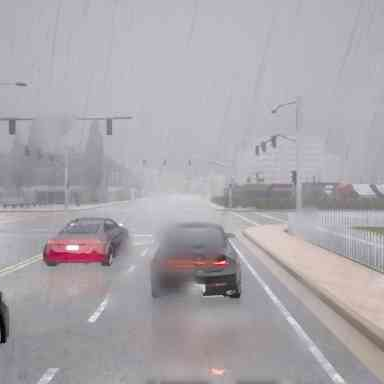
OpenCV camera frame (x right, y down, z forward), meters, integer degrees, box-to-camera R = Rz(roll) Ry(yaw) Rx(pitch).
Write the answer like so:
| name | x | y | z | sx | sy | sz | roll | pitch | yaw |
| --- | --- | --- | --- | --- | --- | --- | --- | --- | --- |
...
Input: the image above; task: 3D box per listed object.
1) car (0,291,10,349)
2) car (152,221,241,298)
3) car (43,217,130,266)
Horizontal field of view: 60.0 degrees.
| name | x | y | z | sx | sy | sz | roll | pitch | yaw |
| --- | --- | --- | --- | --- | --- | --- | --- | --- | --- |
| car | -3.408 | 1.492 | 2.605 | 2.128 | 1.511 | 4.902 | 0 | 0 | 0 |
| car | 0.089 | 1.507 | 8.474 | 1.837 | 1.490 | 4.892 | 0 | 0 | 0 |
| car | -3.415 | 1.567 | 11.513 | 1.994 | 1.385 | 4.181 | 0 | 0 | 0 |
